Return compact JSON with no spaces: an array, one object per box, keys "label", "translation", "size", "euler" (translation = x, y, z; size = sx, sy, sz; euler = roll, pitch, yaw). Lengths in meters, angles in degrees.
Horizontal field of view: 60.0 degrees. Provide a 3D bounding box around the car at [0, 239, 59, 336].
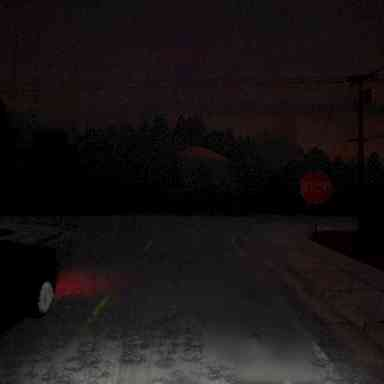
[{"label":"car","translation":[-3.547,1.442,4.477],"size":[1.882,1.535,5.008],"euler":[0,0,0]}]
